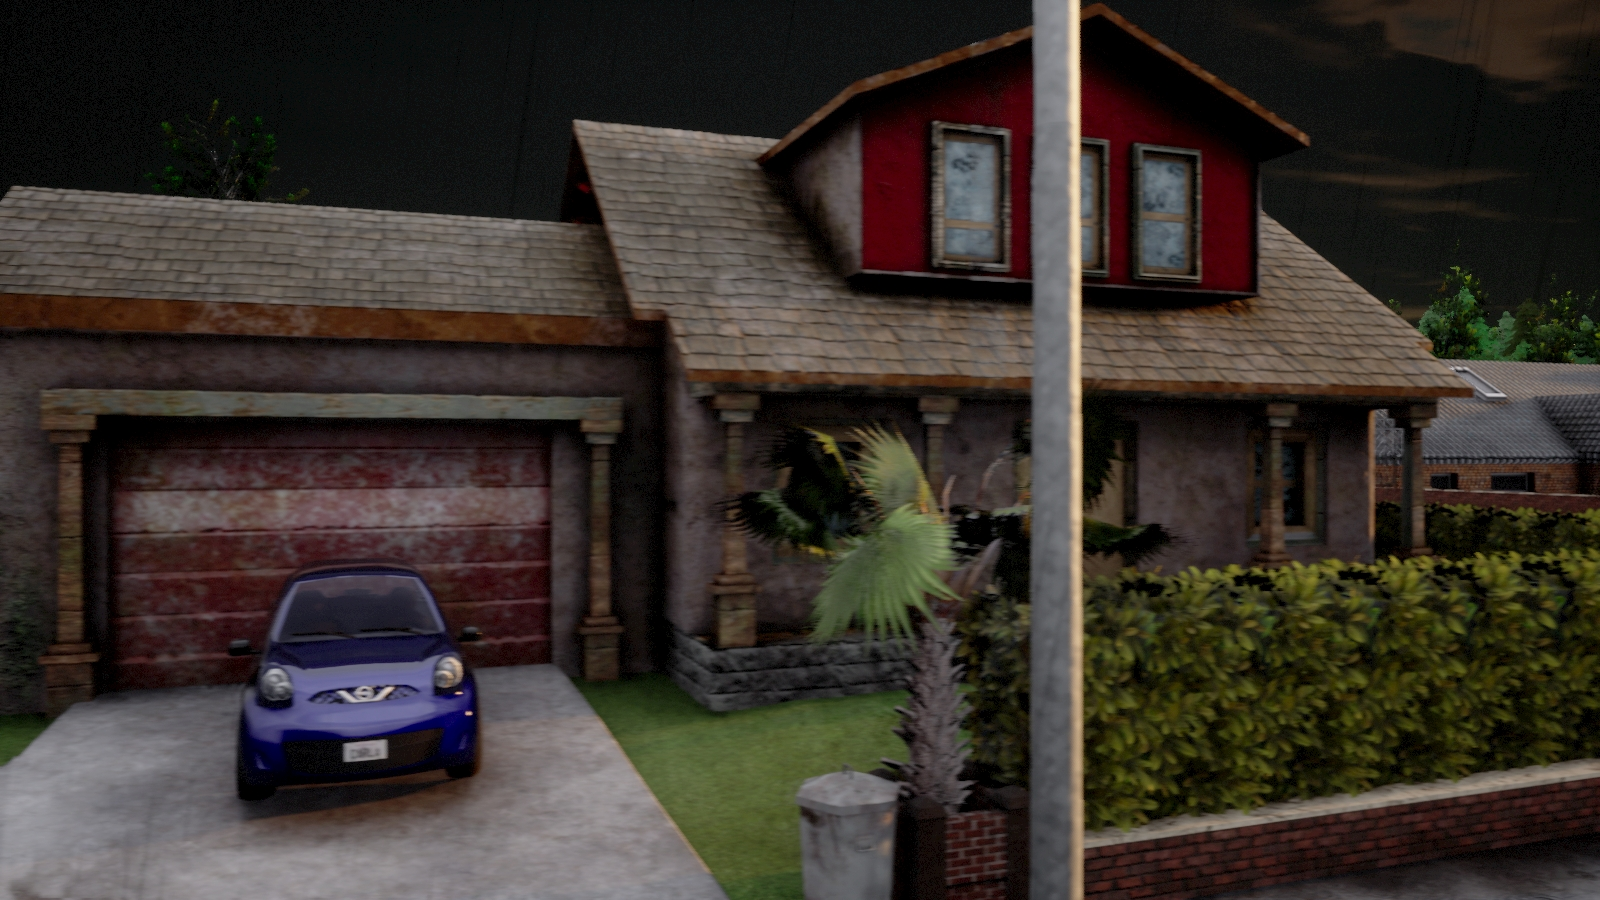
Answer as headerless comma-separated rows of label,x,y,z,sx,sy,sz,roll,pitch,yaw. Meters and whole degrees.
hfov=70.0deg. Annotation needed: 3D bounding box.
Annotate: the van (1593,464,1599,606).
van,16.372,1.533,18.340,1.988,2.561,5.915,0,0,-20
